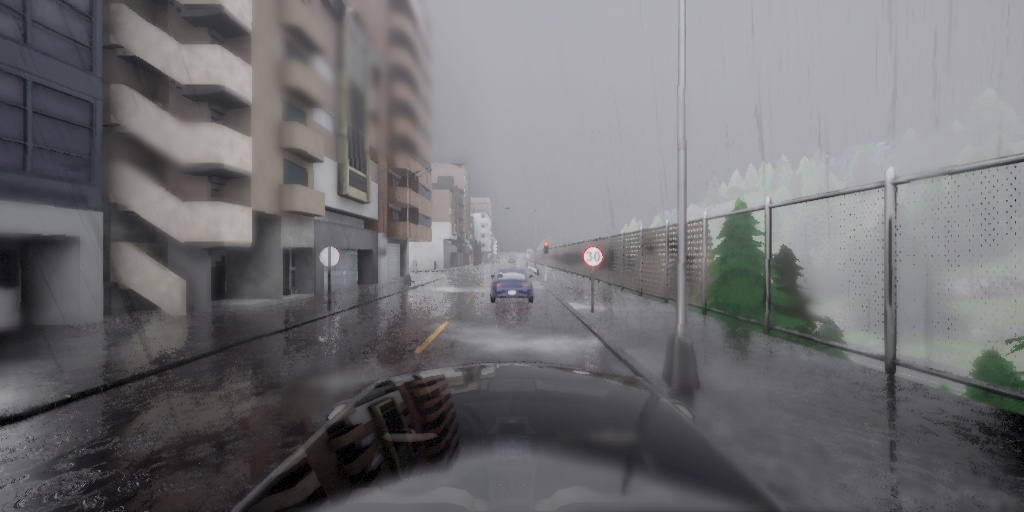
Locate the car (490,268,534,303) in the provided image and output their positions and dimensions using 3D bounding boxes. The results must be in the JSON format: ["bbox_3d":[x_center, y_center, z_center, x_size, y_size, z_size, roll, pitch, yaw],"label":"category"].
[{"bbox_3d":[0.000,1.281,16.500,1.812,1.442,4.674,0,0,0],"label":"car"}]
